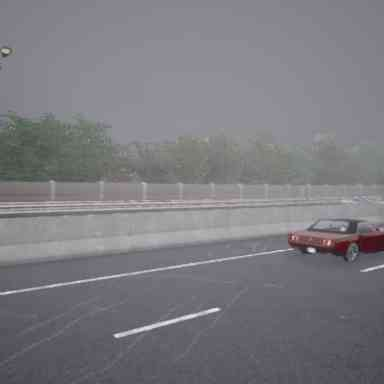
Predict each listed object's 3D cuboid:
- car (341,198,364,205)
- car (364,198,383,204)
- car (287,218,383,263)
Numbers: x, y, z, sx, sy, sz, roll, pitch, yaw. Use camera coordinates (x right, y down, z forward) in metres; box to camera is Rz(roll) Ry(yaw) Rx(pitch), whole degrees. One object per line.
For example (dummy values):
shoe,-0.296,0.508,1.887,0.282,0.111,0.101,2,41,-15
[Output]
car,22.075,1.492,44.493,4.718,1.301,1.895,0,0,-33
car,24.443,1.441,41.865,5.357,1.411,2.033,0,0,-33
car,5.702,1.599,12.043,4.718,1.301,1.895,0,0,-35
